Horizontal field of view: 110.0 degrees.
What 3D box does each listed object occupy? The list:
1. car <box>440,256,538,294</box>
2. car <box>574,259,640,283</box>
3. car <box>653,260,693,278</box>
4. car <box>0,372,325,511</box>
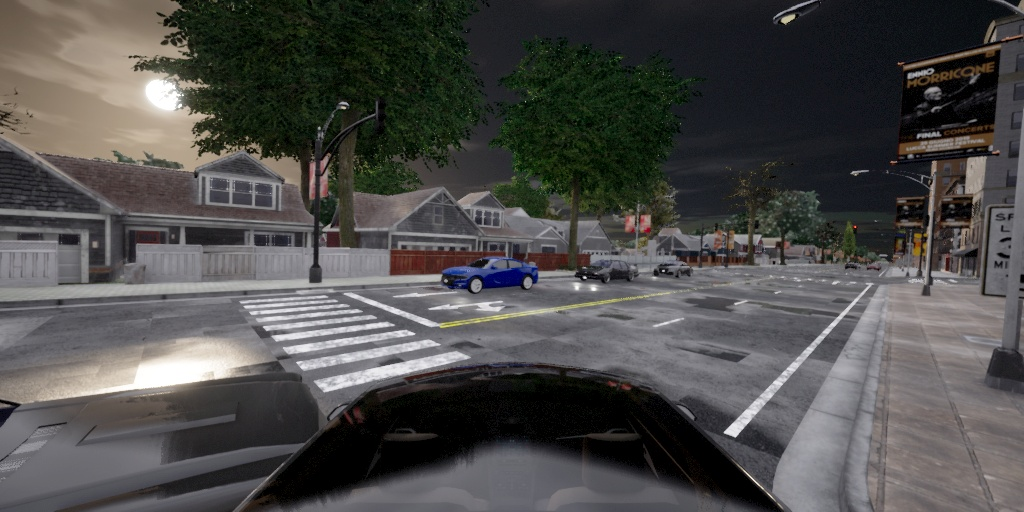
[{"bbox_3d":[-0.914,0.781,16.602,5.008,1.535,1.882,1,2,-43],"label":"car"},{"bbox_3d":[6.345,0.935,23.424,5.357,1.411,2.033,1,2,-43],"label":"car"},{"bbox_3d":[13.636,1.040,30.248,4.181,1.385,1.994,1,2,-44],"label":"car"},{"bbox_3d":[-3.317,1.271,1.449,4.718,1.301,1.895,1,2,-33],"label":"car"}]
